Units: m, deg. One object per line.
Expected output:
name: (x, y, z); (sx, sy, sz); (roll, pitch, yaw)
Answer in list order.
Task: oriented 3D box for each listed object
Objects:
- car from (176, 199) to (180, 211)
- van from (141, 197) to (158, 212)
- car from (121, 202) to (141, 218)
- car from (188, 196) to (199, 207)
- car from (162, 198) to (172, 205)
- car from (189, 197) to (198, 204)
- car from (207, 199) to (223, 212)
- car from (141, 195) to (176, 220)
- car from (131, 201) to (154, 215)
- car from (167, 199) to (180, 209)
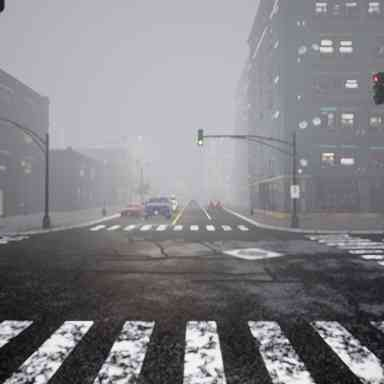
car: (-2.915, 1.445, 41.054); (2.150, 2.045, 5.566); (0, 0, 0)
van: (-5.488, 1.577, 43.195); (1.690, 1.788, 3.998); (1, 0, 0)
car: (-5.617, 1.718, 31.826); (1.887, 1.381, 4.507); (1, 0, 0)
car: (0.255, 1.853, 59.887); (1.812, 1.442, 4.674); (0, 0, 0)
car: (-5.372, 1.974, 71.627); (1.802, 1.307, 4.206); (1, 0, 0)
car: (0.297, 1.715, 69.898); (1.837, 1.490, 4.892); (0, 0, 0)
car: (2.890, 1.677, 43.220); (1.967, 1.590, 4.097); (1, 0, 0)
car: (-2.960, 1.387, 30.374); (2.150, 2.045, 5.566); (0, 0, 0)
car: (-5.517, 1.749, 37.507); (1.887, 1.381, 4.507); (1, 0, 0)
car: (-2.863, 1.809, 51.930); (1.812, 1.442, 4.674); (0, 0, 0)
